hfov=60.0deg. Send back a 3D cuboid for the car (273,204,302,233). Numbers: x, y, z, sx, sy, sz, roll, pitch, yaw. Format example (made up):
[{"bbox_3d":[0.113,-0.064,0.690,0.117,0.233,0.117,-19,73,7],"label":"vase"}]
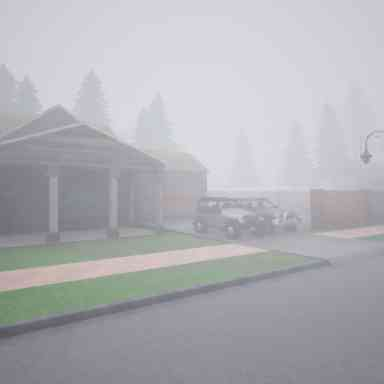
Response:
[{"bbox_3d":[3.474,1.174,17.866,1.932,1.855,4.605,0,0,-36],"label":"car"}]

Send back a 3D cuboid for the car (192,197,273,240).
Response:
[{"bbox_3d":[1.664,1.176,16.079,1.905,1.878,3.866,0,0,-36],"label":"car"}]
